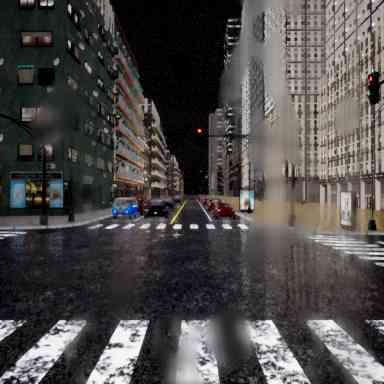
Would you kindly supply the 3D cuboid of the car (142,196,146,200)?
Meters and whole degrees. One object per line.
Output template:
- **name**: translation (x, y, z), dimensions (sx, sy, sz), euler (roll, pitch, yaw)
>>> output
- **car**: translation (-5.674, 1.328, 33.964), dimensions (2.192, 1.841, 5.009), euler (0, 0, 0)

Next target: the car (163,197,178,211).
- **car**: translation (-3.091, 1.618, 42.107), dimensions (1.895, 1.301, 4.718), euler (0, 0, 0)

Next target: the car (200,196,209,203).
- **car**: translation (2.714, 1.590, 72.654), dimensions (1.887, 1.381, 4.507), euler (0, 0, 0)

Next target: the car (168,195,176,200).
- **car**: translation (-5.662, 1.640, 94.767), dimensions (1.947, 1.339, 4.313), euler (0, 0, 0)

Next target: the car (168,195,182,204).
- **car**: translation (-2.993, 1.636, 63.239), dimensions (1.895, 1.301, 4.718), euler (0, 0, 0)

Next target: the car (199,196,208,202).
- **car**: translation (2.715, 1.634, 78.182), dimensions (1.802, 1.307, 4.206), euler (0, 0, 0)

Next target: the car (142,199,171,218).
- **car**: translation (-3.112, 1.574, 29.622), dimensions (1.994, 1.385, 4.181), euler (0, 0, -2)

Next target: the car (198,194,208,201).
- **car**: translation (2.718, 1.373, 83.710), dimensions (2.192, 1.841, 5.009), euler (0, 0, 0)

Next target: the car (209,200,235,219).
- **car**: translation (2.704, 1.592, 28.433), dimensions (1.802, 1.307, 4.206), euler (0, 0, 0)

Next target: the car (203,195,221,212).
- **car**: translation (2.708, 1.456, 39.489), dimensions (1.967, 1.590, 4.097), euler (0, 0, 0)

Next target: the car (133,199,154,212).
- **car**: translation (-5.674, 1.560, 39.492), dimensions (1.887, 1.381, 4.507), euler (0, 0, 0)

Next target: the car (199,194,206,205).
- **car**: translation (2.711, 1.468, 56.071), dimensions (1.967, 1.590, 4.097), euler (0, 0, 0)

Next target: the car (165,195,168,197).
- **car**: translation (-5.664, 1.492, 78.184), dimensions (1.967, 1.590, 4.097), euler (0, 0, 0)

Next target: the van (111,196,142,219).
- **van**: translation (-5.675, 1.351, 28.436), dimensions (1.690, 1.788, 3.998), euler (0, 0, 0)
